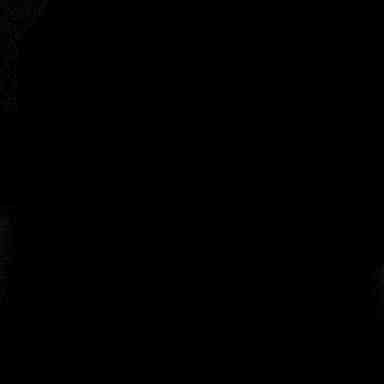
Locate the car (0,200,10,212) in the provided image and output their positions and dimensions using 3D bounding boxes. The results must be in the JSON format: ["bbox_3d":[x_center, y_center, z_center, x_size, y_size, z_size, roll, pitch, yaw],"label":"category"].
[{"bbox_3d":[-19.347,1.181,29.145,2.192,1.841,5.009,0,-1,36],"label":"car"}]

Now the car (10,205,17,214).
[{"bbox_3d":[-16.203,1.524,33.533,1.802,1.307,4.206,0,-1,36],"label":"car"}]
